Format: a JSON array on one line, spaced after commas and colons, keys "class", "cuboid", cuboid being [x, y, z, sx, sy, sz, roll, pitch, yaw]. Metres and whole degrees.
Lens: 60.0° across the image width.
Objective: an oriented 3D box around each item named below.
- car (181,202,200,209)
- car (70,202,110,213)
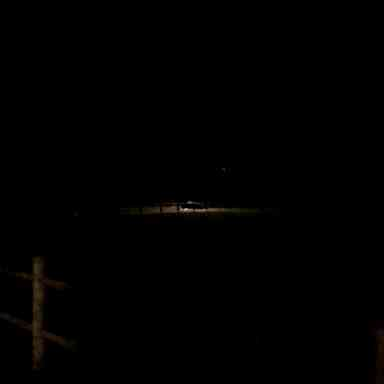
[{"class": "car", "cuboid": [-0.259, 2.559, 62.845, 1.994, 1.385, 4.181, 0, -1, 36]}, {"class": "car", "cuboid": [-13.535, 2.094, 44.405, 2.033, 1.411, 5.357, 0, -1, 36]}]
